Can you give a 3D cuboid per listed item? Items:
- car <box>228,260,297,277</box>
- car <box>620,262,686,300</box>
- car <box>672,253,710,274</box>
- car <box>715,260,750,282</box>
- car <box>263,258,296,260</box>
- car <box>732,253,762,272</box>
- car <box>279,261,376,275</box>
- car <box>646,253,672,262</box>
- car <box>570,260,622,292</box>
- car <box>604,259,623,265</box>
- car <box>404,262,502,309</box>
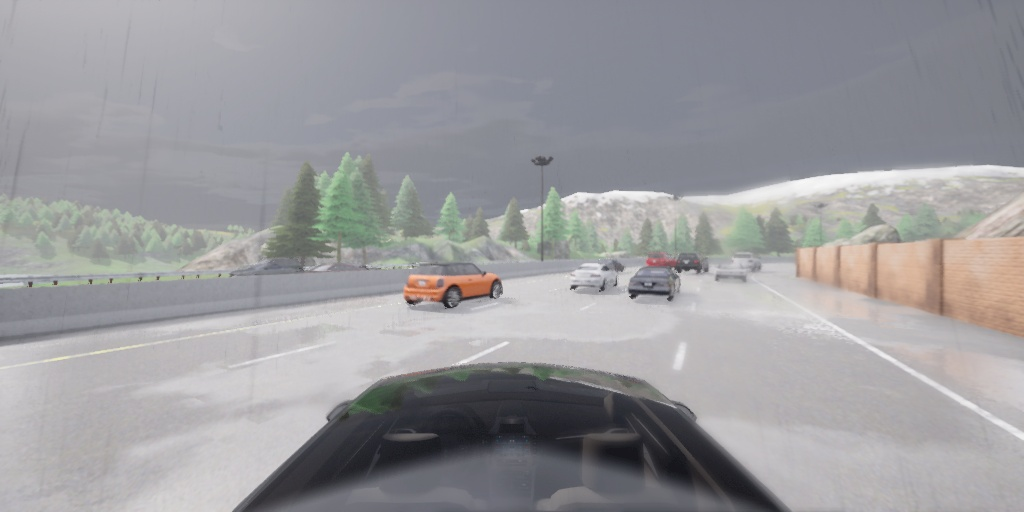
[{"bbox_3d":[-17.002,1.193,24.826,1.994,1.385,4.181,0,0,29],"label":"car"},{"bbox_3d":[6.775,1.181,16.850,2.033,1.411,5.357,0,0,29],"label":"car"},{"bbox_3d":[18.289,0.702,36.154,2.150,2.045,5.566,-1,0,39],"label":"car"},{"bbox_3d":[16.004,1.152,26.330,1.895,1.301,4.718,0,0,30],"label":"car"},{"bbox_3d":[-19.034,0.961,28.396,2.097,1.767,4.553,0,0,29],"label":"car"},{"bbox_3d":[25.686,0.664,39.252,2.150,2.045,5.566,0,0,43],"label":"car"},{"bbox_3d":[-10.865,1.165,21.491,1.812,1.442,4.674,0,0,29],"label":"car"},{"bbox_3d":[16.917,0.676,40.123,2.150,2.045,5.566,-1,0,42],"label":"car"},{"bbox_3d":[4.692,1.140,20.338,1.812,1.442,4.674,0,1,29],"label":"car"},{"bbox_3d":[9.965,1.042,36.619,2.033,1.411,5.357,0,0,34],"label":"car"},{"bbox_3d":[-2.251,1.016,14.927,2.097,1.767,4.553,0,0,29],"label":"car"}]
